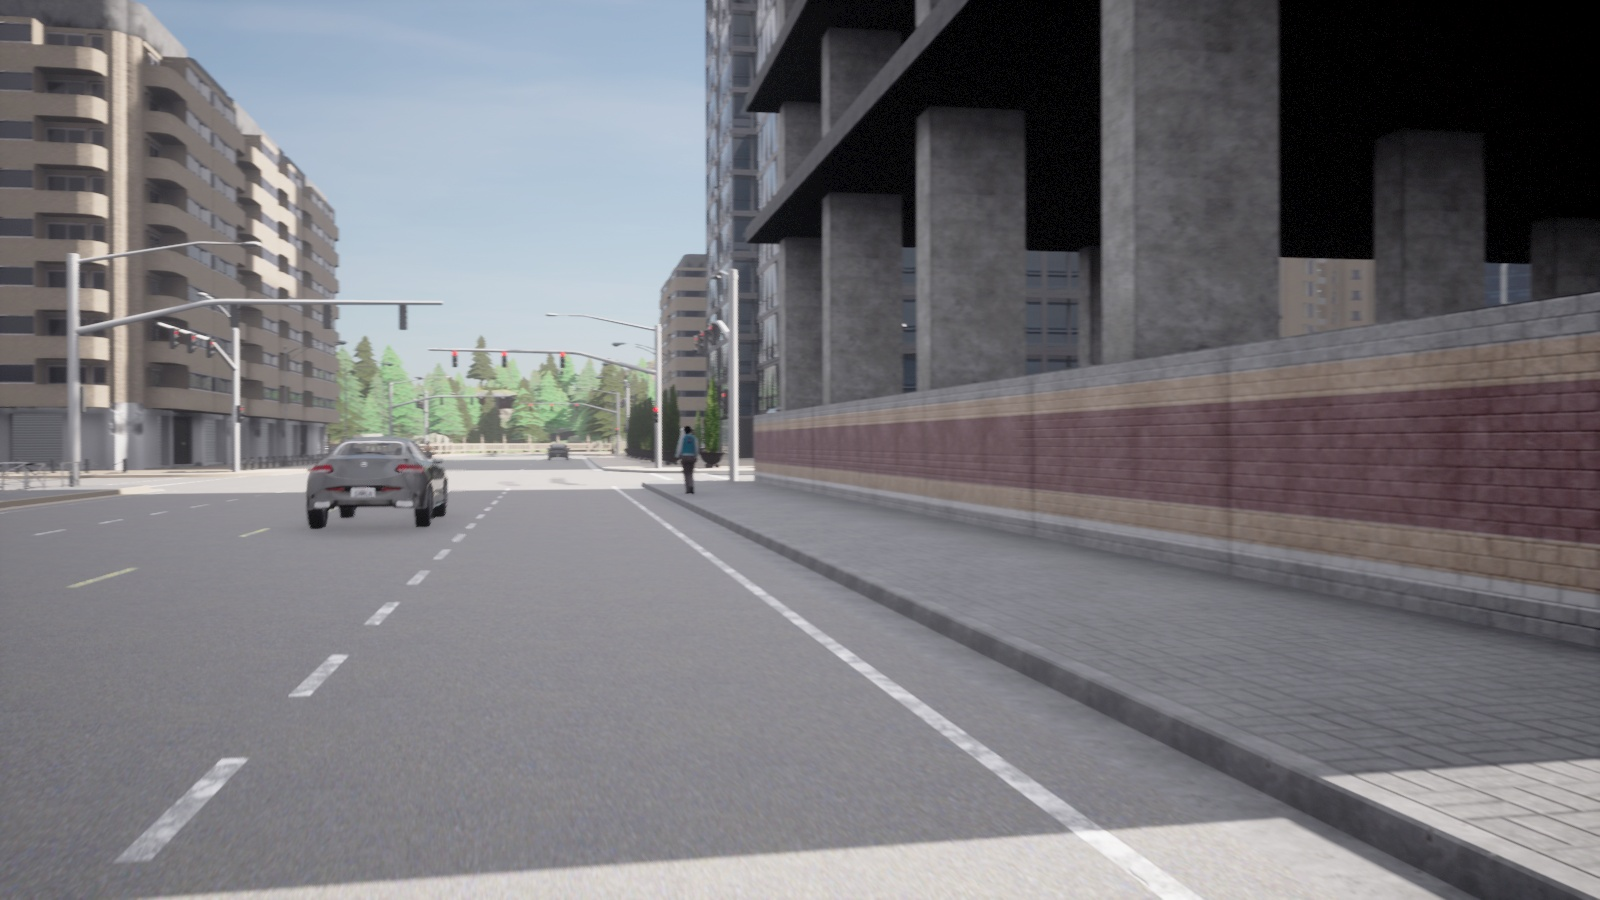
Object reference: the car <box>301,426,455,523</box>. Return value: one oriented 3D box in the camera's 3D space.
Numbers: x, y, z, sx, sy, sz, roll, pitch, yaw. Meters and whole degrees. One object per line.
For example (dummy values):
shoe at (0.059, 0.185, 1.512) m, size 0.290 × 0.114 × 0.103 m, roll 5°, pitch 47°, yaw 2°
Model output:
car at (-7.957, 0.402, 24.168) m, size 2.152 × 1.651 × 5.027 m, roll 0°, pitch 0°, yaw -11°

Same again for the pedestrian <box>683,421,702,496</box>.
pedestrian at (-2.813, 0.220, 32.750) m, size 0.396 × 1.930 × 0.692 m, roll 0°, pitch 0°, yaw -12°
